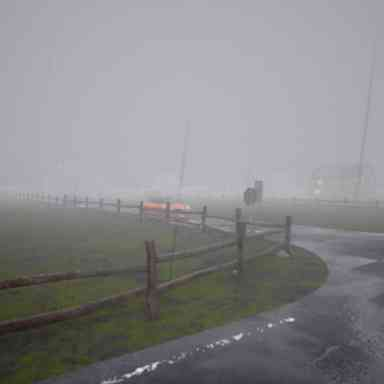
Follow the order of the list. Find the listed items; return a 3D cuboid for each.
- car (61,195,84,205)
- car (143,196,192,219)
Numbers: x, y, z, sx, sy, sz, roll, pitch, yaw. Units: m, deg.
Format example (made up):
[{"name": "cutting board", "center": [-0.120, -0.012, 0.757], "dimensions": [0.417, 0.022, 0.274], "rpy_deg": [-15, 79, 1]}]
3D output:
[{"name": "car", "center": [-16.514, 1.091, 45.791], "dimensions": [2.033, 1.411, 5.357], "rpy_deg": [1, 0, -36]}, {"name": "car", "center": [-1.988, 1.156, 25.921], "dimensions": [2.097, 1.767, 4.553], "rpy_deg": [1, 0, -36]}]
